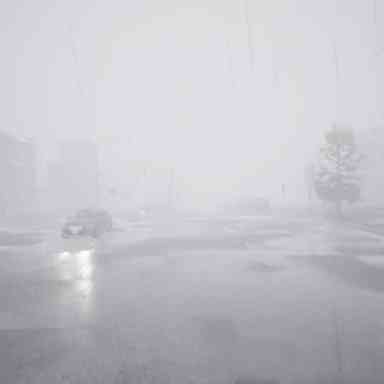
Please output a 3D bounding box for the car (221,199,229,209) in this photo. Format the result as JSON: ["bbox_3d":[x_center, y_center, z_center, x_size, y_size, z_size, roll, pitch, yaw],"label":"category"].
[{"bbox_3d":[7.936,2.187,53.348,5.366,1.575,1.946,2,-2,-20],"label":"car"}]

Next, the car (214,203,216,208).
[{"bbox_3d":[8.129,2.903,74.249,5.008,1.535,2.097,1,-2,-20],"label":"car"}]

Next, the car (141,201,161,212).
[{"bbox_3d":[-5.830,2.033,46.196,1.812,1.442,4.674,0,-1,0],"label":"car"}]

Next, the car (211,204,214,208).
[{"bbox_3d":[8.154,2.760,77.247,5.566,2.045,2.435,2,-3,-20],"label":"car"}]

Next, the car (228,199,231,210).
[{"bbox_3d":[8.100,2.034,47.462,4.674,1.452,2.002,1,-2,-20],"label":"car"}]

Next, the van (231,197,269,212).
[{"bbox_3d":[7.997,1.664,44.449,4.442,1.987,1.878,2,-2,-20],"label":"van"}]

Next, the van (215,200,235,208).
[{"bbox_3d":[8.023,2.896,80.167,4.442,1.987,1.878,2,-2,-20],"label":"van"}]

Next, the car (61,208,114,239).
[{"bbox_3d":[-5.852,1.717,19.106,2.128,1.511,4.902,-1,1,0],"label":"car"}]

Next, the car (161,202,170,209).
[{"bbox_3d":[-5.832,2.810,71.972,1.882,1.535,5.008,0,-2,0],"label":"car"}]

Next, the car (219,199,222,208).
[{"bbox_3d":[8.148,2.372,62.357,4.553,1.767,2.185,2,-2,-20],"label":"car"}]

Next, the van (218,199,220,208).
[{"bbox_3d":[8.014,2.369,65.285,4.442,1.987,1.878,1,-2,-20],"label":"van"}]

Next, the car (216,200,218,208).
[{"bbox_3d":[8.293,2.700,68.366,5.366,1.575,1.946,1,-2,-20],"label":"car"}]
